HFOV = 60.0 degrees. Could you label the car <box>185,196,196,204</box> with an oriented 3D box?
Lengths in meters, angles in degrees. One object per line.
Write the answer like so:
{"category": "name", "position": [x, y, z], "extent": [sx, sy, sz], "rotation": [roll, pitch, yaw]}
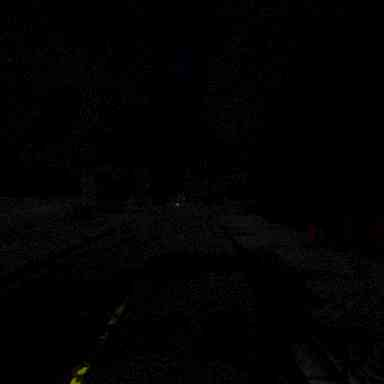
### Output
{"category": "car", "position": [0.010, 2.155, 78.311], "extent": [2.128, 1.511, 4.902], "rotation": [0, -1, 0]}

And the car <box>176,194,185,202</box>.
{"category": "car", "position": [-2.741, 1.561, 83.712], "extent": [2.150, 2.045, 5.566], "rotation": [0, -1, 0]}

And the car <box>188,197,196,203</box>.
{"category": "car", "position": [0.010, 2.205, 88.733], "extent": [2.128, 1.511, 4.902], "rotation": [0, -1, 0]}
